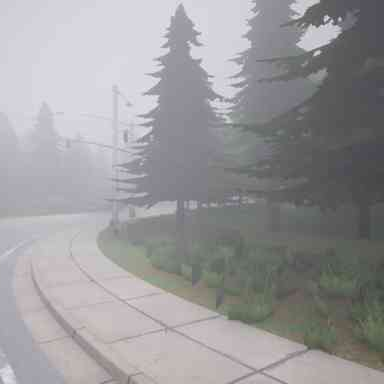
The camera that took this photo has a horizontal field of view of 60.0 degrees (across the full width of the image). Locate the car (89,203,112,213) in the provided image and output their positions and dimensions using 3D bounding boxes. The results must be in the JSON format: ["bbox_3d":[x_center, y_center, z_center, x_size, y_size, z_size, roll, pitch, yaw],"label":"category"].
[{"bbox_3d":[-9.137,1.485,36.524,2.128,1.511,4.902,0,0,27],"label":"car"}]
